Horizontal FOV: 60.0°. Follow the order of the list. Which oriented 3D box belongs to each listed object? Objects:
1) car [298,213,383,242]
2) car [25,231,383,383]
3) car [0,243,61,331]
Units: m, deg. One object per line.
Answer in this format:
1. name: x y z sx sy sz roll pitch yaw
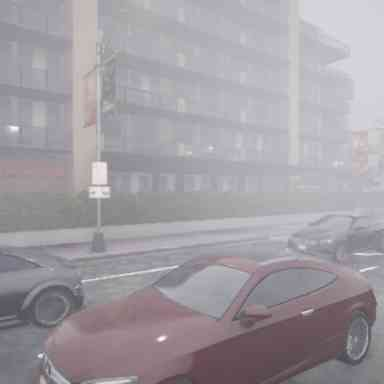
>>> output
1. car: 5.452 1.520 12.064 4.674 1.442 1.812 0 0 -35
2. car: 0.591 1.524 4.320 4.674 1.442 1.812 0 0 -35
3. car: -3.955 1.564 5.401 4.181 1.385 1.994 0 0 -35
